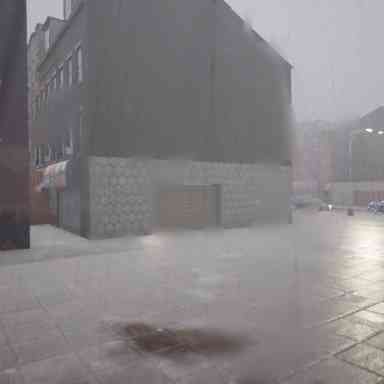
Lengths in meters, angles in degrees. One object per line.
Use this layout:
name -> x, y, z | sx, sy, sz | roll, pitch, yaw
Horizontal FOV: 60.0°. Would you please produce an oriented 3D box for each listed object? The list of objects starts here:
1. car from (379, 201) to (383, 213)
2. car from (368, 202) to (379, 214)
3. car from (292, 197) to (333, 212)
car -> 18.165, 1.458, 26.884 | 1.812, 1.442, 4.674 | -1, 1, -34
car -> 18.906, 1.207, 30.927 | 2.097, 1.767, 4.553 | -1, 1, -35
car -> 12.358, 1.289, 35.059 | 2.128, 1.511, 4.902 | -1, 1, -35
